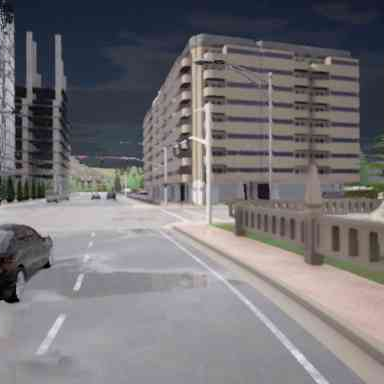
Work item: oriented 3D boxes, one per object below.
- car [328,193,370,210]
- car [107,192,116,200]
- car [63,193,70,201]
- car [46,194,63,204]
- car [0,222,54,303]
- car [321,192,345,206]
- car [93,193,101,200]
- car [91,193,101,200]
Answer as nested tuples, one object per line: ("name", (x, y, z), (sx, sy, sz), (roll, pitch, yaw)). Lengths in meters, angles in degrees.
("car", (18.964, 1.256, 38.833), (4.902, 1.511, 2.128), (0, 0, -15))
("car", (-19.160, 0.921, 78.968), (2.150, 2.045, 5.566), (0, 0, -14))
("car", (-29.258, 1.118, 76.084), (2.097, 1.767, 4.553), (0, 0, -14))
("car", (-25.264, 1.325, 60.486), (1.837, 1.490, 4.892), (0, 1, -14))
("car", (-4.680, 1.461, 7.952), (1.882, 1.535, 5.008), (0, 0, -12))
("car", (16.847, 0.982, 41.896), (5.566, 2.045, 2.150), (0, 0, -15))
("car", (-25.221, 1.156, 88.492), (1.882, 1.535, 5.008), (0, 0, -14))
("car", (-22.708, 1.070, 78.715), (2.097, 1.767, 4.553), (0, 0, -14))
